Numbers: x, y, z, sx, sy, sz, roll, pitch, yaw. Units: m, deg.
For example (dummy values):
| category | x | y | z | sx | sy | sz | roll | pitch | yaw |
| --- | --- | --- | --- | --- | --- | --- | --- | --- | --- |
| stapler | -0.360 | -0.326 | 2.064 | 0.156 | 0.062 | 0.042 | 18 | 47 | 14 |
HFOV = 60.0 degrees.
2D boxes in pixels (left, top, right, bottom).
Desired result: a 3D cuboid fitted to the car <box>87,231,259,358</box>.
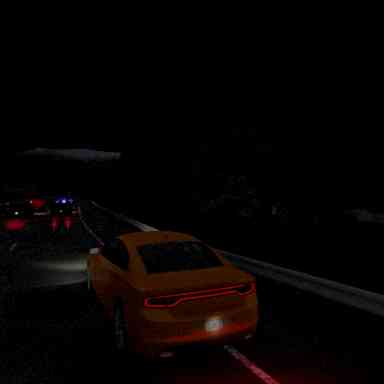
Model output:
| category | x | y | z | sx | sy | sz | roll | pitch | yaw |
| --- | --- | --- | --- | --- | --- | --- | --- | --- | --- |
| car | -0.780 | 1.478 | 6.321 | 1.882 | 1.535 | 5.008 | 0 | 0 | -25 |

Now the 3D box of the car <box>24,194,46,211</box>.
| category | x | y | z | sx | sy | sz | roll | pitch | yaw |
| --- | --- | --- | --- | --- | --- | --- | --- | --- | --- |
| car | -18.924 | 1.221 | 39.828 | 2.150 | 2.045 | 5.566 | 0 | 0 | -19 |

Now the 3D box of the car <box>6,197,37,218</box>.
| category | x | y | z | sx | sy | sz | roll | pitch | yaw |
| --- | --- | --- | --- | --- | --- | --- | --- | --- | --- |
| car | -15.418 | 1.505 | 29.955 | 1.837 | 1.490 | 4.892 | 0 | 0 | -20 |

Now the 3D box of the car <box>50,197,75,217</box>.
| category | x | y | z | sx | sy | sz | roll | pitch | yaw |
| --- | --- | --- | --- | --- | --- | --- | --- | --- | --- |
| car | -12.283 | 1.492 | 31.451 | 2.128 | 1.511 | 4.902 | 0 | 0 | -19 |

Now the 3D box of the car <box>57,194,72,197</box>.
| category | x | y | z | sx | sy | sz | roll | pitch | yaw |
| --- | --- | --- | --- | --- | --- | --- | --- | --- | --- |
| car | -15.796 | 1.221 | 41.322 | 2.150 | 2.045 | 5.566 | 0 | 0 | -19 |
